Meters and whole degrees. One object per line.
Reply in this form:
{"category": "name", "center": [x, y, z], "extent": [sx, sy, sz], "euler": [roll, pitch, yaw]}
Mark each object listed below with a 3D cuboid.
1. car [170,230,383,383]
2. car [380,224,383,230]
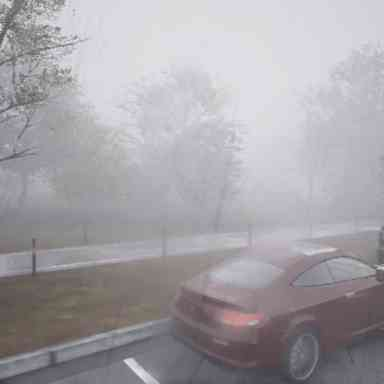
{"category": "car", "center": [1.858, 1.546, 5.350], "extent": [4.674, 1.452, 2.002], "euler": [0, 0, -35]}
{"category": "car", "center": [7.373, 1.268, 9.233], "extent": [5.566, 2.045, 2.435], "euler": [0, 0, -35]}
